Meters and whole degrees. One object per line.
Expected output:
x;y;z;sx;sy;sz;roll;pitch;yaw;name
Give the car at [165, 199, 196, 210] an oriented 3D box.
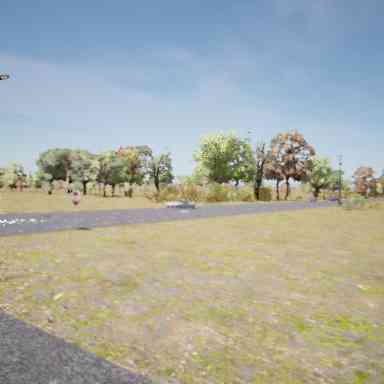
-1.551;1.658;45.011;1.895;1.301;4.718;2;1;36;car
